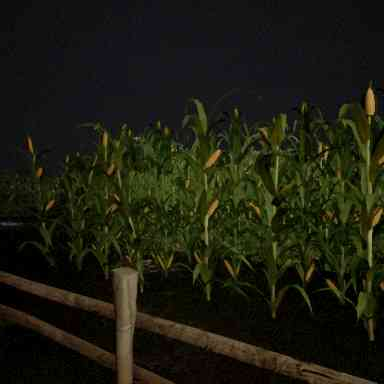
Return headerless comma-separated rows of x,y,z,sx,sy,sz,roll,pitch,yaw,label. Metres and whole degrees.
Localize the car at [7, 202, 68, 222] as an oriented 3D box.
-11.544,1.444,25.131,1.994,1.385,4.181,0,1,36,car
